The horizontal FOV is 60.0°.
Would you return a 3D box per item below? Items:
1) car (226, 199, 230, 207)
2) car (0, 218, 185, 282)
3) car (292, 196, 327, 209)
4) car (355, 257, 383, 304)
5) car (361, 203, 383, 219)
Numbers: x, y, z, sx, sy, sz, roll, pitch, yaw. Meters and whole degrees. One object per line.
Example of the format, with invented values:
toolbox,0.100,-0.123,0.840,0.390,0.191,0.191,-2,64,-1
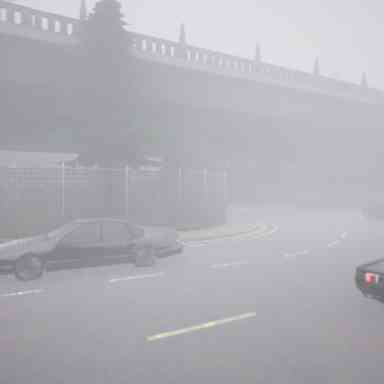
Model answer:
car,3.319,1.243,45.693,2.128,1.511,4.902,0,0,-29
car,-2.915,1.504,9.694,5.357,1.411,2.033,0,0,-26
car,13.865,1.217,39.537,1.837,1.490,4.892,0,0,-20
car,5.379,1.539,6.635,4.718,1.301,1.895,0,0,-34
car,14.145,1.402,23.762,1.895,1.301,4.718,0,0,-2
